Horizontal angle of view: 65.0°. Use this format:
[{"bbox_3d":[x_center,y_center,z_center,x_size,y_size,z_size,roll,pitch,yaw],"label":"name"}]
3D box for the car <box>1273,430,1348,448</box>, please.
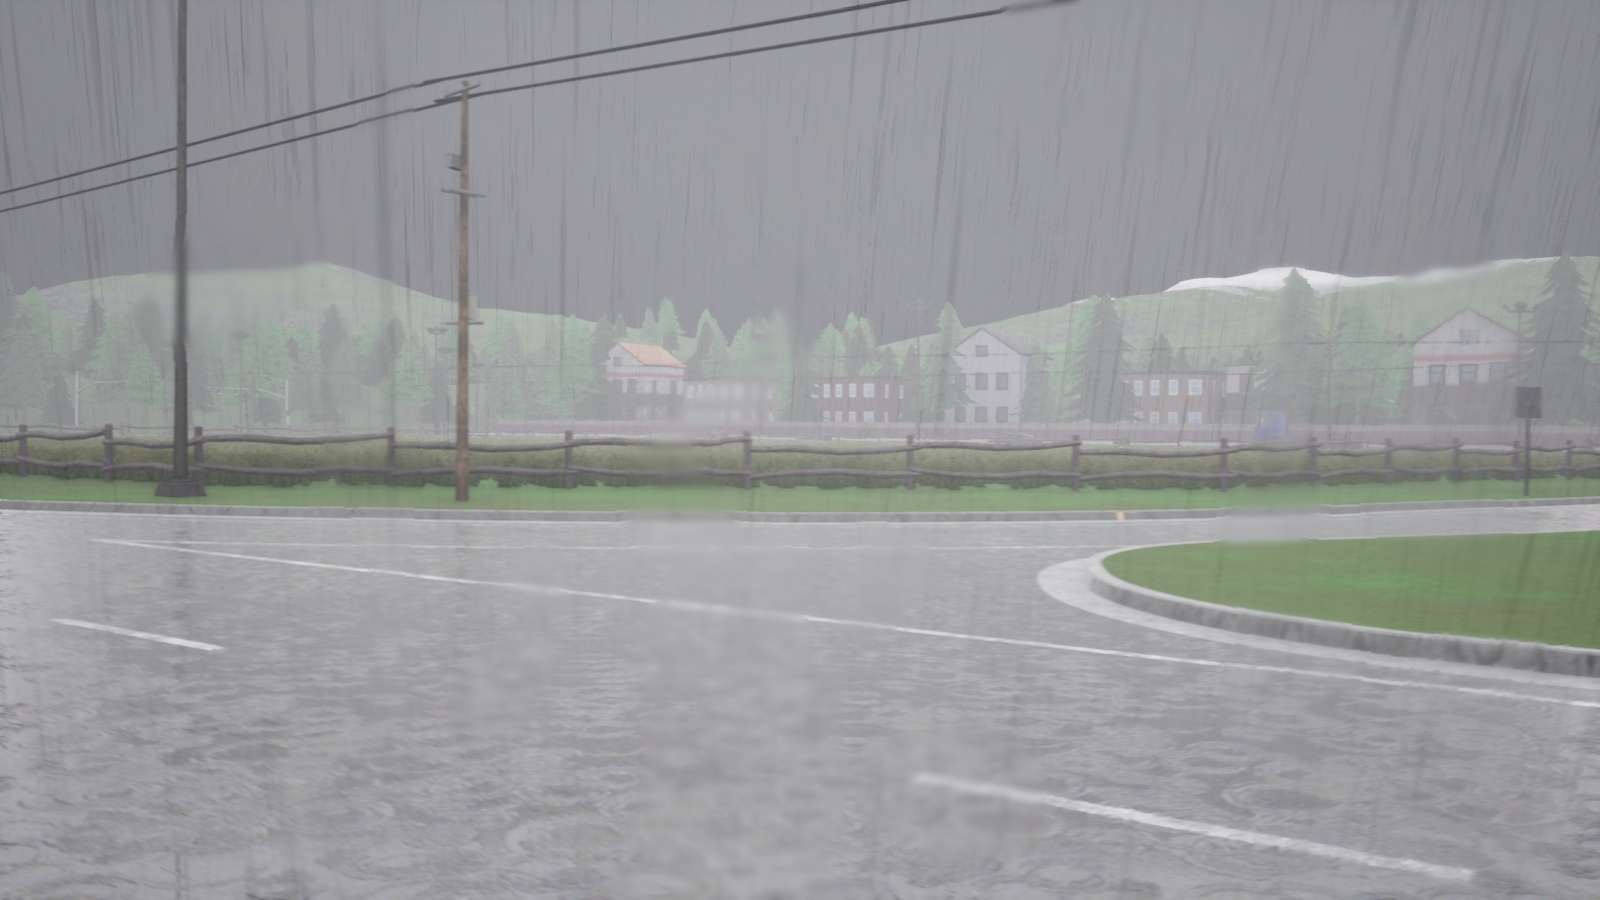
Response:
[{"bbox_3d":[36.850,-0.785,90.680,4.718,1.301,1.895,0,1,34],"label":"car"}]
